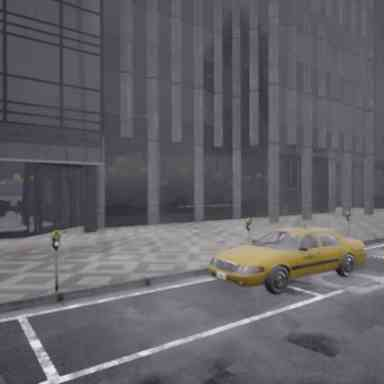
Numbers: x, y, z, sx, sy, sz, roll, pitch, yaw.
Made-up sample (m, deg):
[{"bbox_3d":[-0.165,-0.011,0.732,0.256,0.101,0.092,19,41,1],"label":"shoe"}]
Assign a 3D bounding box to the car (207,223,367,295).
[{"bbox_3d":[2.637,1.511,8.656,4.829,1.417,1.752,0,0,-34],"label":"car"}]
